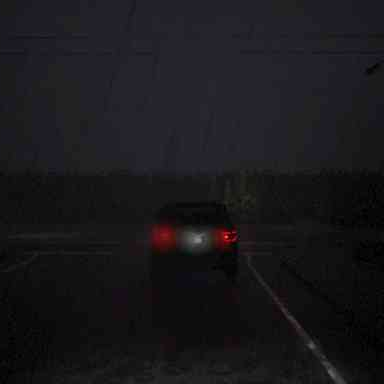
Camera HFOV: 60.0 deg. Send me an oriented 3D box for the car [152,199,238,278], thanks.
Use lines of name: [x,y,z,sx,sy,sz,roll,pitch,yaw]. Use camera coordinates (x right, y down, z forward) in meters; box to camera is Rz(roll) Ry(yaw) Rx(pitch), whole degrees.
car: [0.049,1.211,10.286,2.150,2.045,5.566,0,0,-1]

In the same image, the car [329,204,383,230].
car: [11.115,1.484,20.583,5.008,1.535,1.882,0,0,1]
